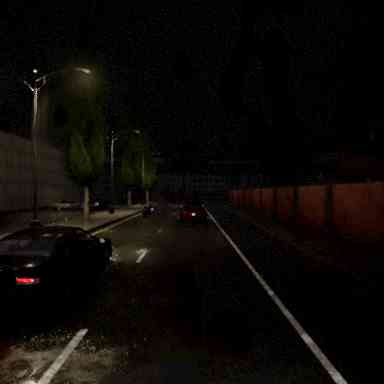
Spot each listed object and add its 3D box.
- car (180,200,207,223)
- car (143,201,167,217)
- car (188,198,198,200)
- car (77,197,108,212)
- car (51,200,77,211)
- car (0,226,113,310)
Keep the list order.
[{"bbox_3d":[0.108,1.567,25.675,1.994,1.385,4.181,0,0,0],"label":"car"},{"bbox_3d":[-3.389,1.550,30.902,2.033,1.411,5.357,0,0,0],"label":"car"},{"bbox_3d":[0.115,1.552,43.616,2.033,1.411,5.357,0,0,0],"label":"car"},{"bbox_3d":[-11.551,1.355,39.555,2.097,1.767,4.553,0,0,0],"label":"car"},{"bbox_3d":[-15.050,1.605,39.952,1.895,1.301,4.718,0,0,0],"label":"car"},{"bbox_3d":[-3.397,1.548,8.071,2.033,1.411,5.357,0,0,0],"label":"car"}]
